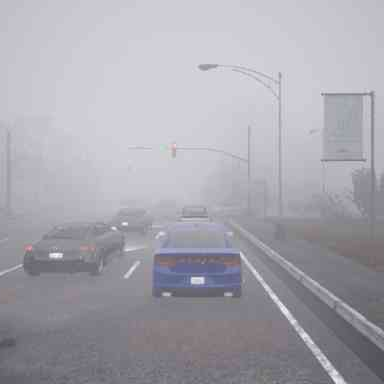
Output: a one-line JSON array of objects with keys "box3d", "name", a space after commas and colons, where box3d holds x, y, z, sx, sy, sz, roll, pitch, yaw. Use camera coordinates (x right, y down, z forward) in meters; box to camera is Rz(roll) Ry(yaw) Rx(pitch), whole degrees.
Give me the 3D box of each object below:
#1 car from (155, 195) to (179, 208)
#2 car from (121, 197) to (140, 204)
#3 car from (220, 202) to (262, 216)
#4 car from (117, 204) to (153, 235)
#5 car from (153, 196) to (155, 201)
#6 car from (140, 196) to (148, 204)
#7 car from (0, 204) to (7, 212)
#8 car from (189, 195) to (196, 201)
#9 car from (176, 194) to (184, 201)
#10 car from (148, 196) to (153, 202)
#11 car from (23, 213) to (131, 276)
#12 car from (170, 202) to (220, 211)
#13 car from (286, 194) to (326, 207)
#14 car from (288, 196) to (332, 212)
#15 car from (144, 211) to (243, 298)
[{"box3d": [-3.617, 1.580, 49.048, 1.994, 1.385, 4.181, 0, 0, 9], "name": "car"}, {"box3d": [-10.507, 1.509, 55.430, 2.128, 1.511, 4.902, 0, 0, 0], "name": "car"}, {"box3d": [4.251, 1.611, 31.659, 4.718, 1.301, 1.895, 0, 0, 3], "name": "car"}, {"box3d": [-3.374, 1.570, 18.762, 1.994, 1.385, 4.181, 0, 0, 0], "name": "car"}, {"box3d": [-10.380, 1.577, 84.412, 1.994, 1.385, 4.181, 0, 0, 0], "name": "car"}, {"box3d": [-10.434, 1.585, 64.782, 1.994, 1.385, 4.181, 0, 0, 2], "name": "car"}, {"box3d": [-22.916, 1.538, 36.737, 4.674, 1.442, 1.812, 0, 0, 3], "name": "car"}, {"box3d": [0.121, 1.561, 85.571, 2.033, 1.411, 5.357, 0, 0, 0], "name": "car"}, {"box3d": [-3.378, 1.377, 85.963, 2.097, 1.767, 4.553, 0, 0, 0], "name": "car"}, {"box3d": [-10.395, 1.548, 74.386, 1.812, 1.442, 4.674, 0, 0, 0], "name": "car"}, {"box3d": [-3.396, 1.567, 10.379, 1.994, 1.385, 4.181, 0, 0, 1], "name": "car"}, {"box3d": [0.125, 1.497, 18.105, 2.128, 1.511, 4.902, 0, 0, 0], "name": "car"}, {"box3d": [14.781, 1.235, 41.786, 5.566, 2.045, 2.150, 0, 0, 2], "name": "car"}, {"box3d": [14.068, 1.490, 38.301, 5.008, 1.535, 1.882, 0, 0, 3], "name": "car"}, {"box3d": [0.111, 1.480, 8.605, 1.882, 1.535, 5.008, 0, 0, 0], "name": "car"}]
